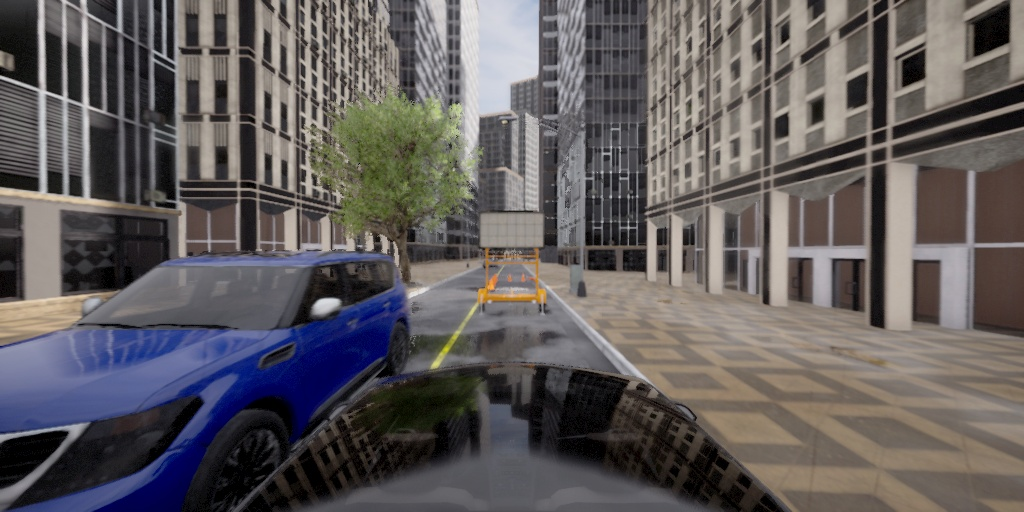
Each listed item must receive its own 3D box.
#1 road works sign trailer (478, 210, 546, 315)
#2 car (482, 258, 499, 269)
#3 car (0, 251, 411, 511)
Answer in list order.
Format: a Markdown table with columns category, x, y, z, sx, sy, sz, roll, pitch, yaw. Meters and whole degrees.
| category | x | y | z | sx | sy | sz | roll | pitch | yaw |
| --- | --- | --- | --- | --- | --- | --- | --- | --- | --- |
| road works sign trailer | 0.001 | 0.131 | 13.168 | 2.380 | 3.560 | 2.880 | 0 | 0 | 0 |
| car | -2.823 | 1.016 | 47.744 | 1.994 | 1.385 | 4.181 | 0 | 0 | 0 |
| car | -2.851 | 0.953 | 4.208 | 2.150 | 2.045 | 5.566 | 0 | 0 | 0 |
